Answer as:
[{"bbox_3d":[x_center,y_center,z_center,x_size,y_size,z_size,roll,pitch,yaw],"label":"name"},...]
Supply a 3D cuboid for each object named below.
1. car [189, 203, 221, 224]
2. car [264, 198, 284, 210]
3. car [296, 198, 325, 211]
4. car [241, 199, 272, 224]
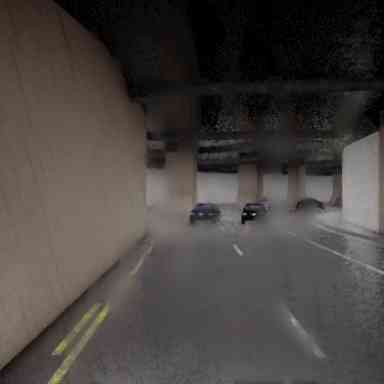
[{"bbox_3d":[1.048,1.518,24.565,2.033,1.411,5.357,0,0,10],"label":"car"},{"bbox_3d":[9.550,1.476,40.927,1.812,1.442,4.674,0,0,42],"label":"car"},{"bbox_3d":[14.487,1.476,40.819,4.674,1.442,1.812,0,0,-42],"label":"car"},{"bbox_3d":[4.564,1.518,24.434,2.033,1.411,5.357,0,0,11],"label":"car"}]
